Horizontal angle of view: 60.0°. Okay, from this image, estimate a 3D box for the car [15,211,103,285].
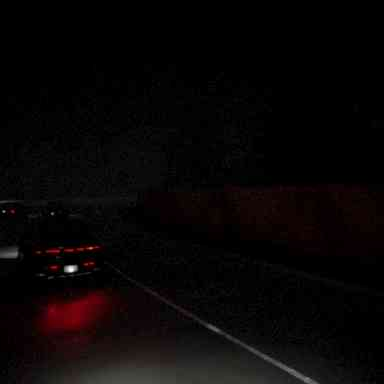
[{"bbox_3d":[-4.001,1.534,9.801,1.837,1.490,4.892,0,0,-30],"label":"car"}]

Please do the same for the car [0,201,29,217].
[{"bbox_3d":[-15.663,1.618,29.000,2.033,1.411,5.357,0,0,-15],"label":"car"}]

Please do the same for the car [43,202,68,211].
[{"bbox_3d":[-12.237,1.613,29.904,1.812,1.442,4.674,0,0,-16],"label":"car"}]
